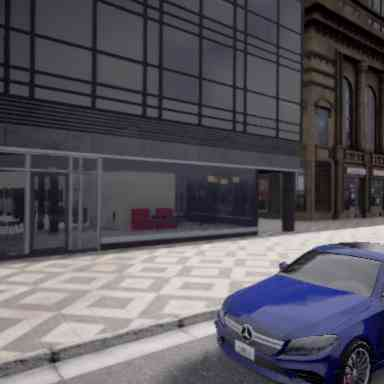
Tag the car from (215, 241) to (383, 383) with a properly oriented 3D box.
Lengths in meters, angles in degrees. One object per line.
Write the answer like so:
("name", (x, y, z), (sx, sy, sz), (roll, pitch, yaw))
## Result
("car", (2.497, 1.564, 5.158), (4.674, 1.442, 1.812), (1, 0, -35))
